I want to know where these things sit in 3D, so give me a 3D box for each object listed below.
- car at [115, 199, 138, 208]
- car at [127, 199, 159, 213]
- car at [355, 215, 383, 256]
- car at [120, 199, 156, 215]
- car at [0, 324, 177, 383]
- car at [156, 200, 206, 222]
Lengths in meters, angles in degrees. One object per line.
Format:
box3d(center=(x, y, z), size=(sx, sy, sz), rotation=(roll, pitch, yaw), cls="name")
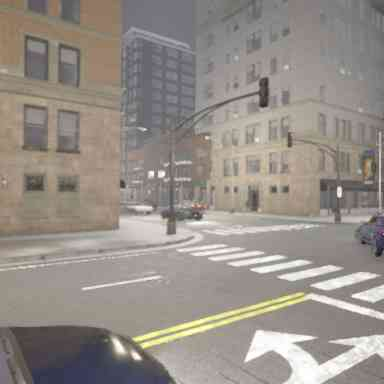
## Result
box3d(center=(-9.775, 1.702, 49.624), size=(1.802, 1.307, 4.206), rotation=(1, 0, -35), cls="car")
box3d(center=(-5.941, 1.600, 39.792), size=(1.837, 1.490, 4.892), rotation=(1, -1, -35), cls="car")
box3d(center=(7.885, 1.614, 13.128), size=(1.812, 1.442, 4.674), rotation=(1, 0, 16), cls="car")
box3d(center=(-5.906, 1.670, 34.623), size=(1.895, 1.301, 4.718), rotation=(1, 0, -35), cls="car")
box3d(center=(-2.016, 1.560, 2.001), size=(4.181, 1.385, 1.994), rotation=(0, 0, -35), cls="car")
box3d(center=(-0.878, 1.641, 27.505), size=(1.994, 1.385, 4.181), rotation=(1, 0, -36), cls="car")
